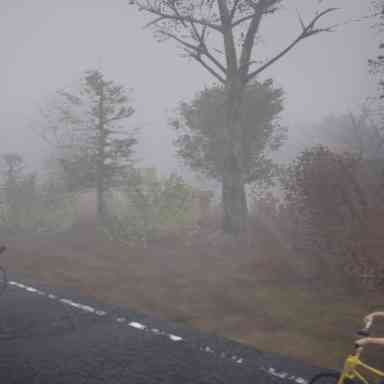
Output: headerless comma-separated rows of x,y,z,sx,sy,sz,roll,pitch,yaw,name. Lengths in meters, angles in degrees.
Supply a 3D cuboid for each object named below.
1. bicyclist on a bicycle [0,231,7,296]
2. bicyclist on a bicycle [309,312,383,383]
-4.703,1.526,7.771,1.656,1.620,0.582,0,-1,37,bicyclist on a bicycle
1.783,1.498,2.971,1.509,1.612,0.866,0,0,36,bicyclist on a bicycle
